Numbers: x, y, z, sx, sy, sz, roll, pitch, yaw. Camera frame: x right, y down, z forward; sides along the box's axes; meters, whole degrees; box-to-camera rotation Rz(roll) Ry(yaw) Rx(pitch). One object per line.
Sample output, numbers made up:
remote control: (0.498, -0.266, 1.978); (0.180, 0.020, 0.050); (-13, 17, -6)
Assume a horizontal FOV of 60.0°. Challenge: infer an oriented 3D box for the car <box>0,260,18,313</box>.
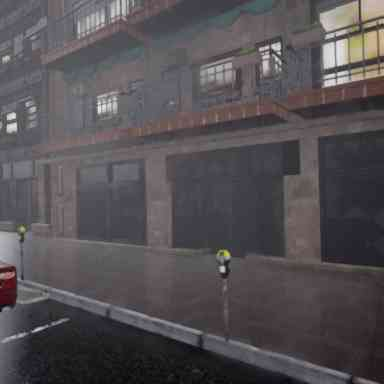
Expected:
car: (-5.127, 1.549, 6.393); (4.507, 1.381, 1.887); (0, -1, 35)
